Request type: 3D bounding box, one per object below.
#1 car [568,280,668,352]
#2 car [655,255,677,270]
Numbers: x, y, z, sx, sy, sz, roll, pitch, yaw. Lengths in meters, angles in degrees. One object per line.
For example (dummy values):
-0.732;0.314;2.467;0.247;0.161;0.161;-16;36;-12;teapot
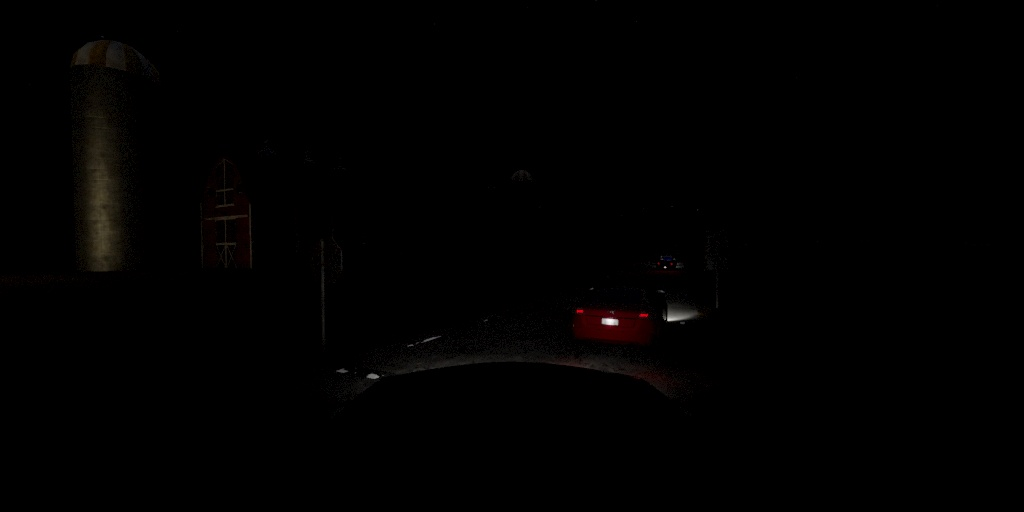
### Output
2.847;1.306;9.141;1.994;1.385;4.181;0;0;25;car
16.371;0.787;38.094;1.895;1.301;4.718;0;1;25;car
